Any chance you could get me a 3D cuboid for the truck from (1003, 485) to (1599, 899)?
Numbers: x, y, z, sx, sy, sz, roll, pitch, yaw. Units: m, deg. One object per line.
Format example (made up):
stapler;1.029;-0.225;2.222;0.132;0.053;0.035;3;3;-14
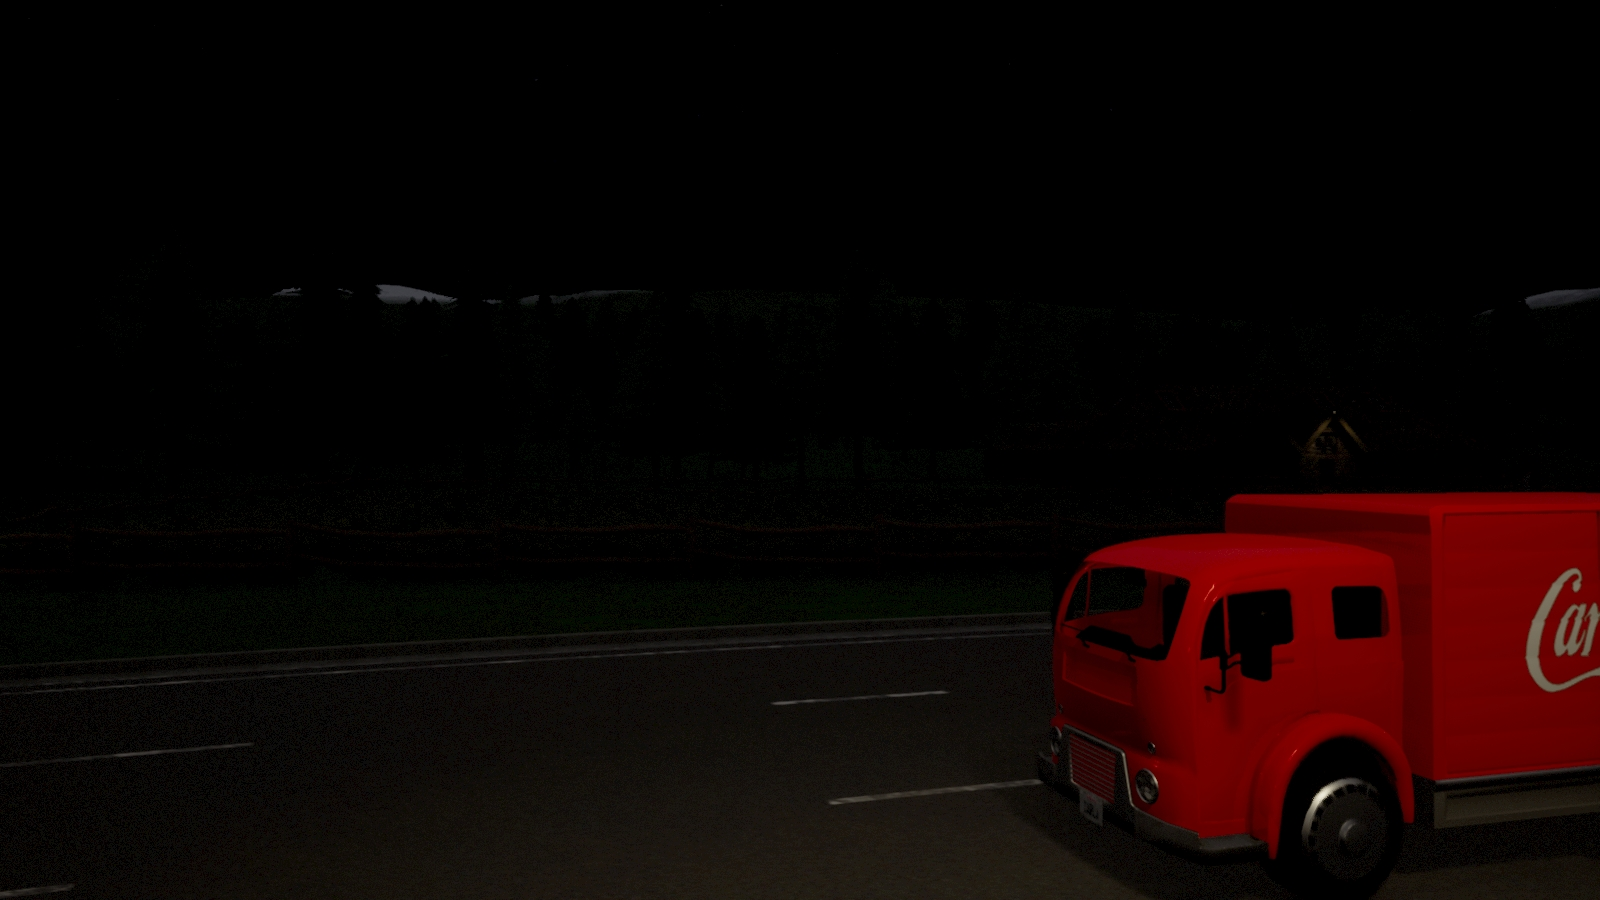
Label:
truck;4.457;1.560;8.381;5.204;2.467;2.627;0;0;-16
